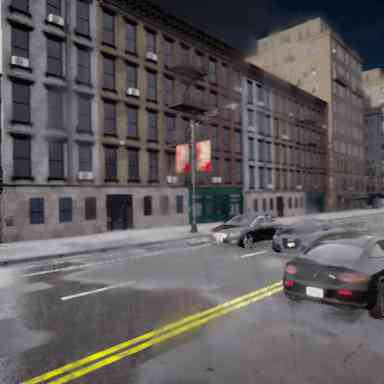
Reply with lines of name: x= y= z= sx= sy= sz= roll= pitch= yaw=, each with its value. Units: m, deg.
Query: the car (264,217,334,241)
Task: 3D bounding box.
car: x=5.172 y=1.877 z=14.338 sx=1.994 sy=1.385 sz=4.181 roll=-2 pitch=-2 yaw=43

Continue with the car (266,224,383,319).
car: x=3.792 y=1.683 z=7.753 sx=1.812 sy=1.442 sz=4.674 roll=-2 pitch=-2 yaw=43

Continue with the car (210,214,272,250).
car: x=2.867 y=1.887 z=16.634 sx=2.128 sy=1.511 sz=4.902 roll=-2 pitch=-2 yaw=43
